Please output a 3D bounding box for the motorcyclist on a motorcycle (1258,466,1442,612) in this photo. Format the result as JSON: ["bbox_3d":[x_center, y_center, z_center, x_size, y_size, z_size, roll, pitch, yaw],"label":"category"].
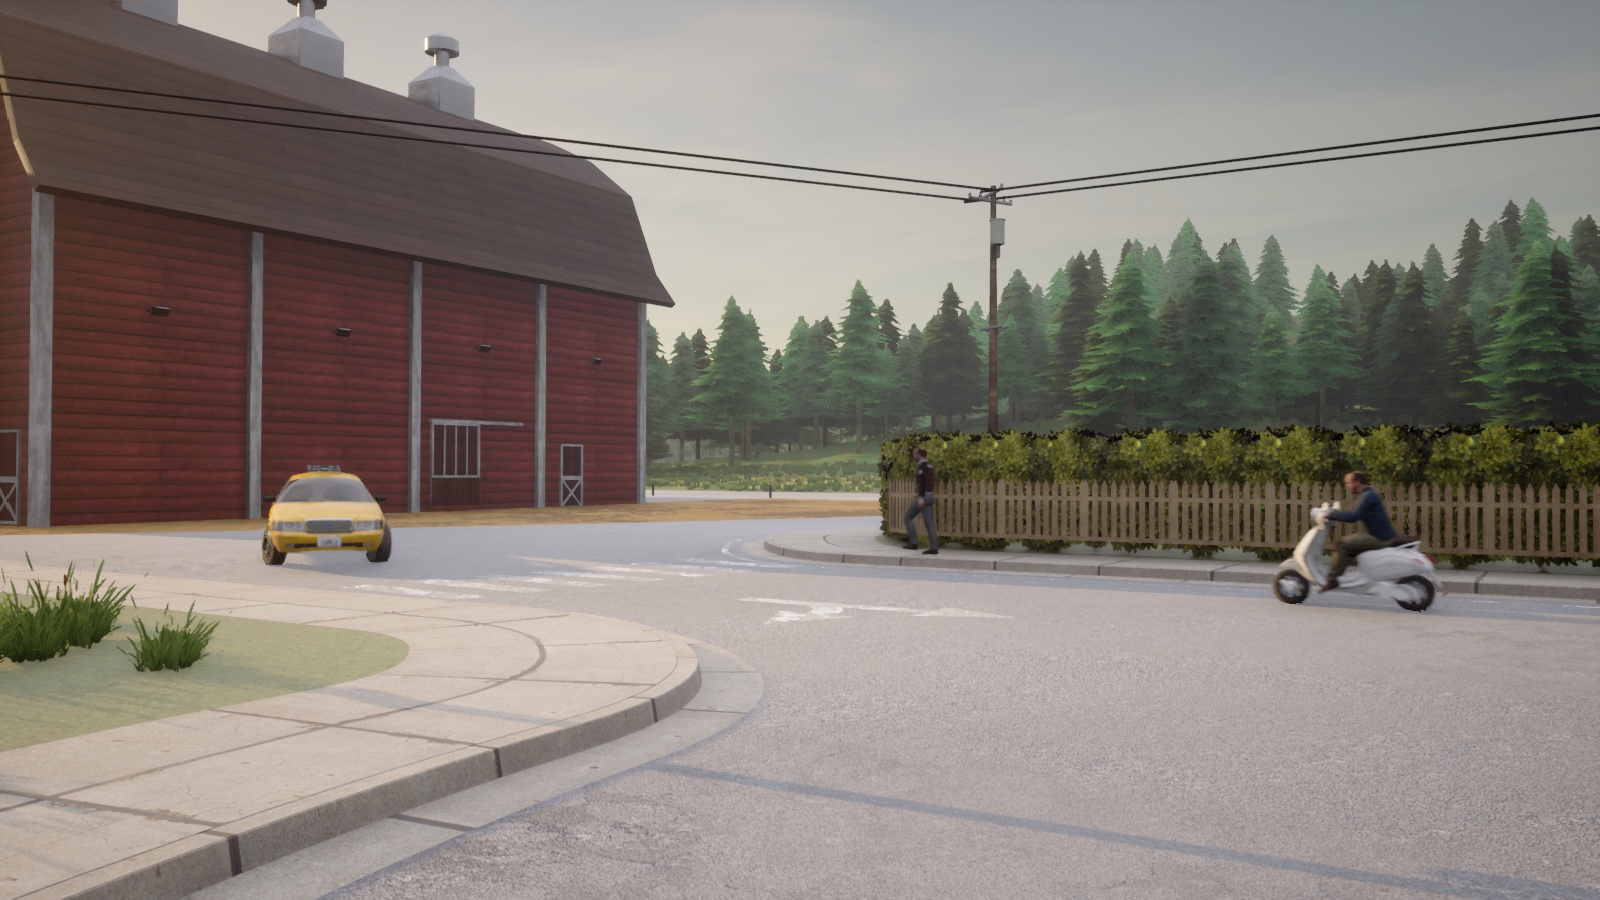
[{"bbox_3d":[6.346,0.984,14.513,1.817,1.590,0.866,-1,-1,32],"label":"motorcyclist on a motorcycle"}]

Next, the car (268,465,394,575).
[{"bbox_3d":[-8.205,1.086,21.709,1.801,1.575,5.366,0,0,-23],"label":"car"}]

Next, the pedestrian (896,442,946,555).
[{"bbox_3d":[2.020,0.810,20.967,0.720,1.854,0.376,-1,-1,30],"label":"pedestrian"}]
